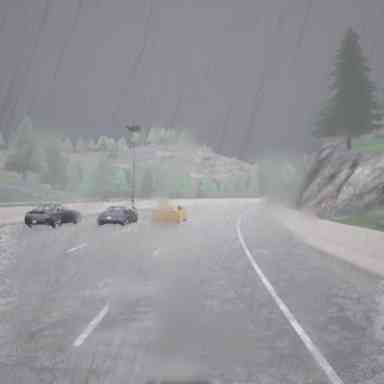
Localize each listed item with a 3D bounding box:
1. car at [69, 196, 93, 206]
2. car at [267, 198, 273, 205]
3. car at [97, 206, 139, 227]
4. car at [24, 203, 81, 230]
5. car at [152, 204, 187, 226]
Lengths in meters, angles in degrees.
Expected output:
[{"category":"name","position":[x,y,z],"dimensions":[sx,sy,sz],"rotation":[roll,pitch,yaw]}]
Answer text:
[{"category":"car","position":[-21.541,1.696,64.766],"dimensions":[2.097,1.767,4.553],"rotation":[0,-1,17]},{"category":"car","position":[19.282,2.272,79.152],"dimensions":[1.882,1.535,5.008],"rotation":[0,-1,26]},{"category":"car","position":[-5.324,1.717,24.363],"dimensions":[1.994,1.385,4.181],"rotation":[0,0,7]},{"category":"car","position":[-9.107,1.597,22.233],"dimensions":[2.128,1.511,4.902],"rotation":[0,0,7]},{"category":"car","position":[-1.639,1.670,25.617],"dimensions":[1.882,1.535,5.008],"rotation":[0,0,8]}]
